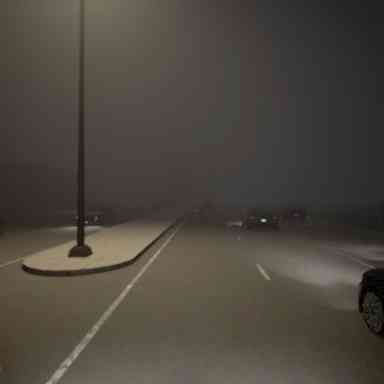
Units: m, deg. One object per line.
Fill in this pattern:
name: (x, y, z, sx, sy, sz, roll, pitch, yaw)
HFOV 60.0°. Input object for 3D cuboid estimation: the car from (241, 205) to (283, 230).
car: (4.468, 1.731, 22.329, 1.994, 1.385, 4.181, 0, 0, 2)

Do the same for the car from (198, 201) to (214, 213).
car: (1.808, 1.813, 41.906, 1.812, 1.442, 4.674, 0, -1, 3)

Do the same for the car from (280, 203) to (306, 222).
car: (8.234, 1.700, 28.476, 1.882, 1.535, 5.008, 0, 0, 2)

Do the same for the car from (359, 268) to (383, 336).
car: (3.796, 1.533, 3.885, 2.128, 1.511, 4.902, 0, 0, 1)

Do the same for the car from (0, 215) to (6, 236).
car: (-11.006, 1.593, 16.179, 1.812, 1.442, 4.674, 0, 0, 2)

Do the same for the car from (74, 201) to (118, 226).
car: (-7.116, 1.690, 25.339, 2.033, 1.411, 5.357, 0, 0, 3)
